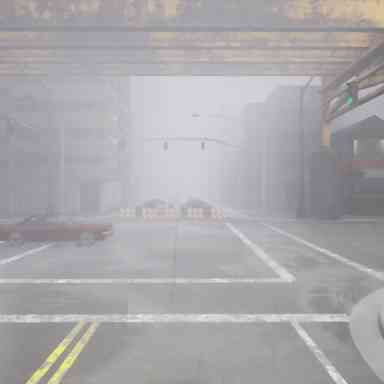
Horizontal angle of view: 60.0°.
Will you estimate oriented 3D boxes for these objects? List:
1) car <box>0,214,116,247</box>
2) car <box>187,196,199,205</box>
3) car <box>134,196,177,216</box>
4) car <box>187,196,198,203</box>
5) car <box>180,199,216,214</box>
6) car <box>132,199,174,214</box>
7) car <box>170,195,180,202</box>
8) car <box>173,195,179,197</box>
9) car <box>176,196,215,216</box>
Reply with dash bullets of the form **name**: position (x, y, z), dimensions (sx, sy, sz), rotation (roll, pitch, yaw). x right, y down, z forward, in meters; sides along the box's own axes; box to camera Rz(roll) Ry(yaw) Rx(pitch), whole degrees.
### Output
- **car**: position (-5.792, 1.601, 14.387), dimensions (4.718, 1.301, 1.895), rotation (0, 0, 0)
- **car**: position (0.142, 1.453, 57.775), dimensions (2.038, 1.542, 4.974), rotation (0, 0, 0)
- **car**: position (-3.648, 1.453, 31.485), dimensions (2.038, 1.542, 4.974), rotation (0, 0, 25)
- **car**: position (0.142, 1.295, 57.826), dimensions (1.853, 1.218, 4.536), rotation (0, 0, 0)
- **car**: position (0.494, 1.295, 31.227), dimensions (1.853, 1.218, 4.536), rotation (0, 0, -20)
- **car**: position (-3.626, 1.295, 31.533), dimensions (1.853, 1.218, 4.536), rotation (0, 0, 25)
- **car**: position (-3.290, 1.295, 66.348), dimensions (1.853, 1.218, 4.536), rotation (0, 0, 0)
- **car**: position (-3.289, 1.453, 66.296), dimensions (2.038, 1.542, 4.974), rotation (0, 0, 0)
- **car**: position (0.513, 1.453, 31.178), dimensions (2.038, 1.542, 4.974), rotation (0, 0, -20)
